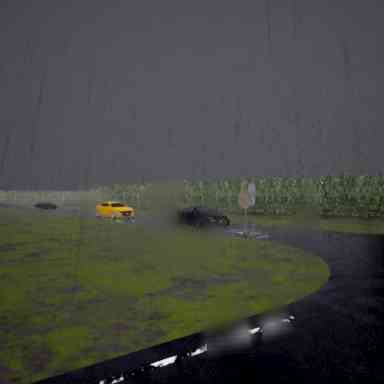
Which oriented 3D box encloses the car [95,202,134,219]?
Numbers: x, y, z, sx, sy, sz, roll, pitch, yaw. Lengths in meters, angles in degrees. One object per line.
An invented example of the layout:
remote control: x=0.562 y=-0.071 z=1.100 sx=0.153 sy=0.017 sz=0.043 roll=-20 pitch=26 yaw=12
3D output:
car: x=-7.310 y=1.665 z=31.190 sx=1.882 sy=1.535 sz=5.008 roll=0 pitch=-1 yaw=-40

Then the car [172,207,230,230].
car: x=0.506 y=1.666 z=21.952 sx=1.994 sy=1.385 sz=4.181 roll=0 pitch=-1 yaw=-40

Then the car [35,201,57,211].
car: x=-20.679 y=1.948 z=47.119 sx=1.895 sy=1.301 sz=4.718 roll=0 pitch=-1 yaw=-40
